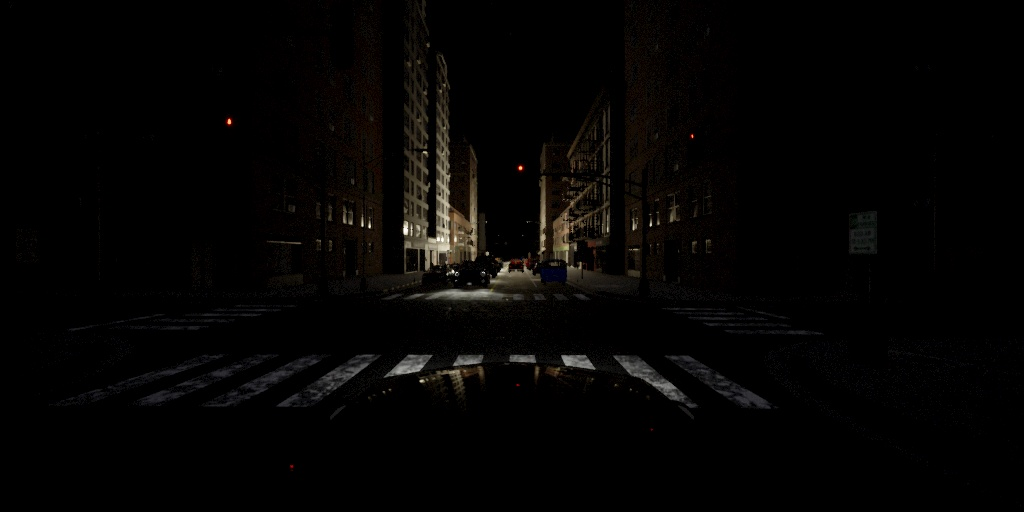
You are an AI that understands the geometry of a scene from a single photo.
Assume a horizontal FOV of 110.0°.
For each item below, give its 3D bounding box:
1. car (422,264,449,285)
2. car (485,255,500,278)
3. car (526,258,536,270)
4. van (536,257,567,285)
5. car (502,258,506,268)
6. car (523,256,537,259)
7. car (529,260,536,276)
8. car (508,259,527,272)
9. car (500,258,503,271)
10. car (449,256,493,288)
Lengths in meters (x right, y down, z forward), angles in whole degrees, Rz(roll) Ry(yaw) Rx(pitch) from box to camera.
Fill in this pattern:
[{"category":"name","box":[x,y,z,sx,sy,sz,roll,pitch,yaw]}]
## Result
[{"category":"car","box":[-5.161,1.299,25.480,2.007,1.370,4.403,0,0,1]},{"category":"car","box":[-2.533,0.969,33.826,2.150,2.045,5.566,0,0,1]},{"category":"car","box":[3.086,1.325,48.135,1.802,1.307,4.207,0,0,1]},{"category":"van","box":[2.864,1.089,25.411,1.690,1.789,3.998,0,0,1]},{"category":"car","box":[-2.286,1.338,54.782,1.895,1.301,4.718,0,0,1]},{"category":"car","box":[3.142,1.053,53.816,2.192,1.841,5.009,0,0,1]},{"category":"car","box":[2.975,1.329,36.772,1.802,1.307,4.207,0,0,1]},{"category":"car","box":[0.517,1.345,45.106,1.895,1.301,4.718,0,0,1]},{"category":"car","box":[-2.436,1.309,43.882,1.994,1.385,4.181,0,0,0]},{"category":"car","box":[-2.587,1.100,23.899,2.097,1.767,4.553,0,0,0]}]
